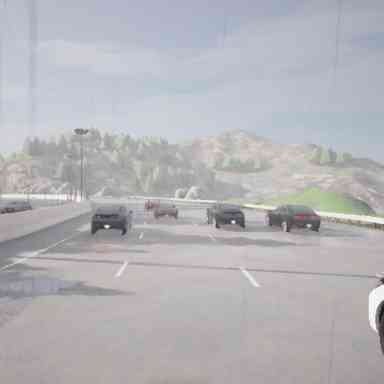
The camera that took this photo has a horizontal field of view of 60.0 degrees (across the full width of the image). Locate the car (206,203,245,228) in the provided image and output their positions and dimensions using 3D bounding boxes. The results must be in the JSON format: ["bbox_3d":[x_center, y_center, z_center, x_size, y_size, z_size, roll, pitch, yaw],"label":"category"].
[{"bbox_3d":[2.144,1.504,22.044,1.837,1.490,4.892,0,0,-7],"label":"car"}]

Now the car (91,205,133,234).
[{"bbox_3d":[-4.576,1.503,19.270,1.837,1.490,4.892,0,-1,-6],"label":"car"}]

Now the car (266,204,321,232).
[{"bbox_3d":[5.909,1.504,19.930,1.837,1.490,4.892,0,0,-6],"label":"car"}]

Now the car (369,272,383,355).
[{"bbox_3d":[3.513,1.219,2.140,2.150,2.045,5.566,0,0,-1],"label":"car"}]

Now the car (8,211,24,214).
[{"bbox_3d":[-17.550,1.563,33.314,1.994,1.385,4.181,0,0,-11],"label":"car"}]

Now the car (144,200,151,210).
[{"bbox_3d":[-4.908,1.600,41.940,1.895,1.301,4.718,0,0,-13],"label":"car"}]

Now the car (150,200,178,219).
[{"bbox_3d":[-2.385,1.600,29.207,1.895,1.301,4.718,0,0,-9],"label":"car"}]
